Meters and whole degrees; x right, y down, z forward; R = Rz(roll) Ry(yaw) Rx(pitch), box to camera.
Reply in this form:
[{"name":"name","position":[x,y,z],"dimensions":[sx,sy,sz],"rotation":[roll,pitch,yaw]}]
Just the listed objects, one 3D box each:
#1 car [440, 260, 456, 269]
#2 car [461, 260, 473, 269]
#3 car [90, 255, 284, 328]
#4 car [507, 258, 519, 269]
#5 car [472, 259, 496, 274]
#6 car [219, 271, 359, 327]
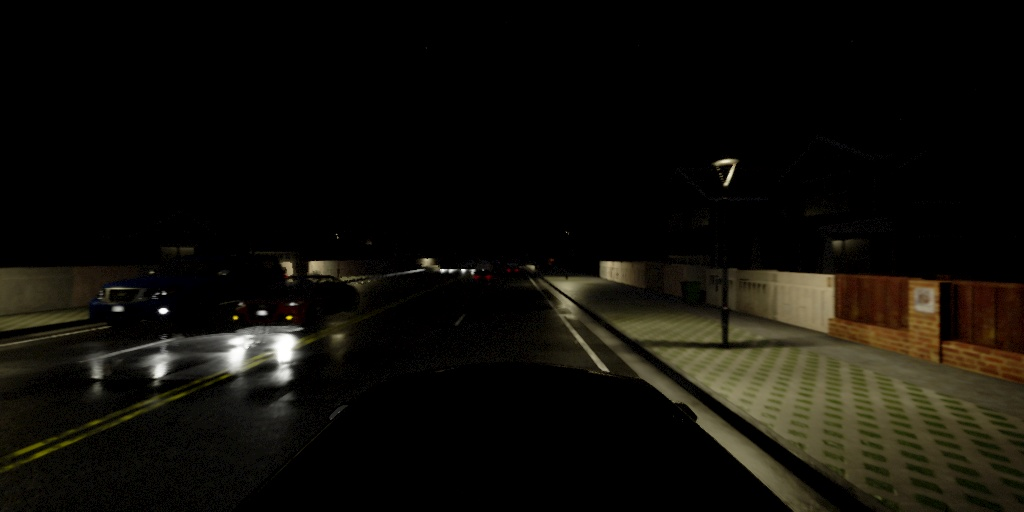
[{"name":"car","position":[-9.800,1.344,55.287],"dimensions":[1.994,1.385,4.181],"rotation":[0,0,1]},{"name":"car","position":[-6.548,1.306,55.253],"dimensions":[1.812,1.442,4.674],"rotation":[0,0,1]},{"name":"car","position":[-9.858,0.973,11.756],"dimensions":[2.150,2.045,5.566],"rotation":[0,0,0]},{"name":"car","position":[0.100,1.386,58.874],"dimensions":[1.895,1.301,4.718],"rotation":[0,0,0]},{"name":"car","position":[-3.148,1.293,41.385],"dimensions":[1.812,1.442,4.674],"rotation":[0,0,0]},{"name":"car","position":[-6.599,1.315,11.453],"dimensions":[1.994,1.385,4.181],"rotation":[0,0,0]}]
